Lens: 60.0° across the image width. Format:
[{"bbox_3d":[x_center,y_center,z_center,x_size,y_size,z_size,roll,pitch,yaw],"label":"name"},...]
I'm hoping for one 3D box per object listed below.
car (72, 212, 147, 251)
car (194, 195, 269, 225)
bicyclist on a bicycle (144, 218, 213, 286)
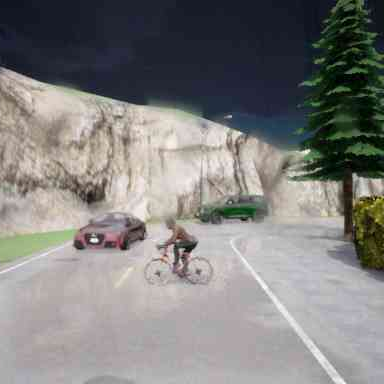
[{"bbox_3d":[-3.281,1.562,13.981,1.994,1.385,4.181,0,0,7],"label":"car"},{"bbox_3d":[2.945,1.219,24.108,5.566,2.045,2.150,0,0,-23],"label":"car"},{"bbox_3d":[-0.339,1.453,7.960,1.656,1.620,0.582,-2,0,0],"label":"bicyclist on a bicycle"}]
